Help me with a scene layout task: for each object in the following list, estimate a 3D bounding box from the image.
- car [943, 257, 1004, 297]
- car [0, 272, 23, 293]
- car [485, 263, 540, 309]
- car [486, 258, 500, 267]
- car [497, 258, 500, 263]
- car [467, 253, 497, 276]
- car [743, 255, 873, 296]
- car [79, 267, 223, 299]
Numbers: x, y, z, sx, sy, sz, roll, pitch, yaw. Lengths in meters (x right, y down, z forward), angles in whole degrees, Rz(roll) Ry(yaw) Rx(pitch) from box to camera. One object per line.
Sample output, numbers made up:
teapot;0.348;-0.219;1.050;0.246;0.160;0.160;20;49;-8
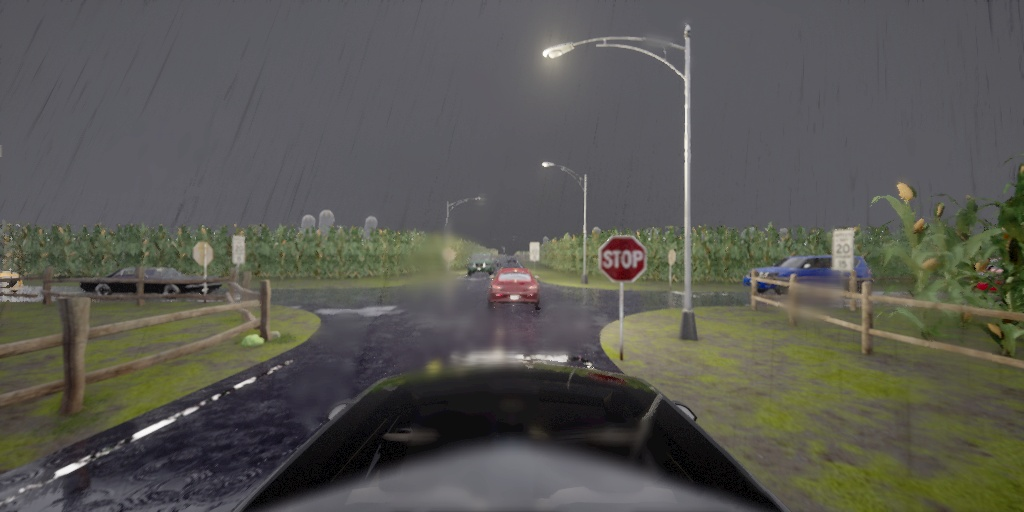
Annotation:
car;25.809;1.053;18.364;5.566;2.045;2.150;0;0;0
car;-24.973;0.983;15.895;5.008;1.535;1.882;0;0;1
car;0.097;1.194;14.194;1.812;1.442;4.674;0;0;0
car;-2.846;0.974;54.109;1.895;1.301;4.718;0;0;0
car;-2.855;0.998;43.947;2.033;1.411;5.357;0;0;0
car;-2.856;0.746;33.742;2.150;2.045;5.566;0;0;0
car;15.122;0.979;18.458;5.566;2.045;2.150;0;0;1
car;-15.692;1.157;15.808;4.718;1.301;1.895;0;0;1
